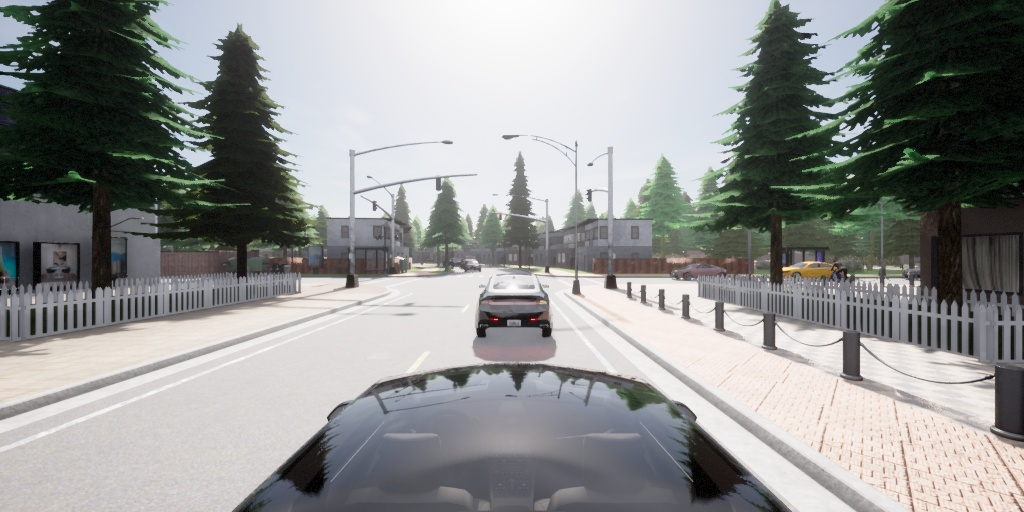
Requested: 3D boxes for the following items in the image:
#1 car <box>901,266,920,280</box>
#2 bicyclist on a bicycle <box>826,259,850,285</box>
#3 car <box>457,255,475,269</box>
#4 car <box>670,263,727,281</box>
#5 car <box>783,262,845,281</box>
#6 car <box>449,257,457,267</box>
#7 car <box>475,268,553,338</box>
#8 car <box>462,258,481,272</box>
[{"bbox_3d":[34.549,1.239,28.939,4.892,1.490,1.837,0,0,2],"label":"car"},{"bbox_3d":[19.887,1.035,21.898,0.582,1.620,1.656,0,0,2],"label":"bicyclist on a bicycle"},{"bbox_3d":[-6.543,0.937,54.496,2.150,2.045,5.566,0,0,-15],"label":"car"},{"bbox_3d":[15.297,1.299,29.516,4.181,1.385,1.994,0,0,2],"label":"car"},{"bbox_3d":[24.177,1.212,29.261,5.008,1.535,1.882,0,0,2],"label":"car"},{"bbox_3d":[-9.919,1.067,64.064,2.097,1.767,4.553,0,0,-24],"label":"car"},{"bbox_3d":[0.057,1.242,10.213,2.128,1.511,4.902,0,0,0],"label":"car"},{"bbox_3d":[-4.940,1.279,45.332,1.994,1.385,4.181,0,0,-7],"label":"car"}]
